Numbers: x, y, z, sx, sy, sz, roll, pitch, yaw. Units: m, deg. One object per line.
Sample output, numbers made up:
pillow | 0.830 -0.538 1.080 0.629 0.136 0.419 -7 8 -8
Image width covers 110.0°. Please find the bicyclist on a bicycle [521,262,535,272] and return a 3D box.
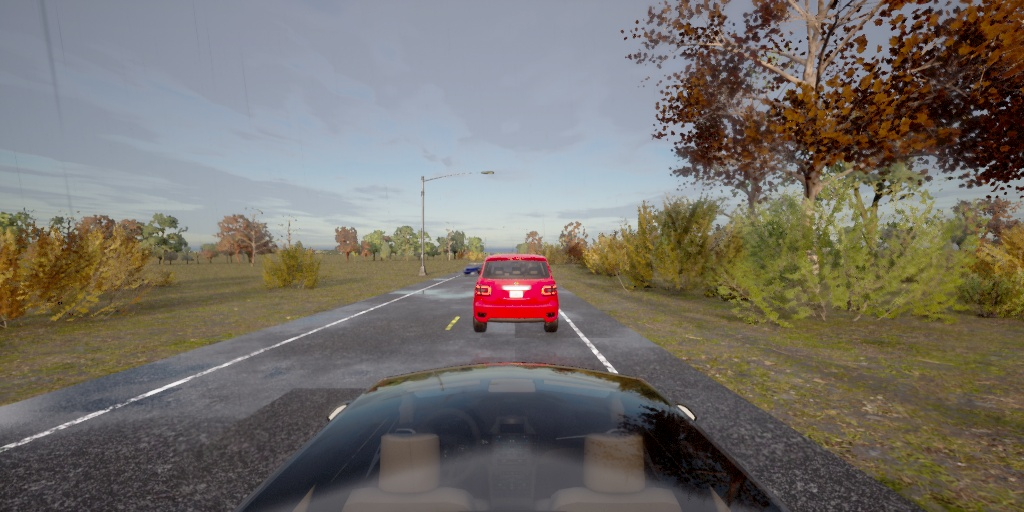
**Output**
bicyclist on a bicycle | 0.935 1.114 18.621 0.659 1.776 1.843 0 0 0

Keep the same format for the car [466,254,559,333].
car | 0.087 0.968 10.915 2.150 2.045 5.566 0 0 0

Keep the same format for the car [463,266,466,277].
car | -3.718 1.340 35.768 1.895 1.301 4.718 0 0 0

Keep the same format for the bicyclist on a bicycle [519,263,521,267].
bicyclist on a bicycle | 0.891 1.111 28.634 0.659 1.776 1.843 0 0 0
